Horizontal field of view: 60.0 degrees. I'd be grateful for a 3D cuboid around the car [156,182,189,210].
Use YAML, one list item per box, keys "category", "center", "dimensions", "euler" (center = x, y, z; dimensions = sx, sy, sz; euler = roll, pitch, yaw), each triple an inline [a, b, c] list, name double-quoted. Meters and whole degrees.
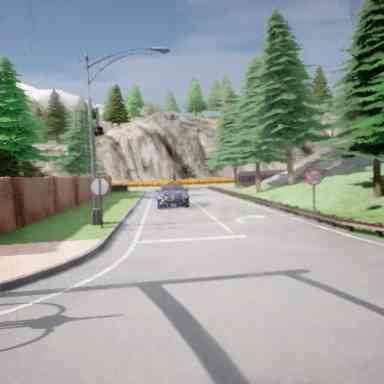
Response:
- category: "car"
  center: [-1.401, 0.150, 23.137]
  dimensions: [2.097, 1.767, 4.553]
  euler: [-3, 3, -6]
